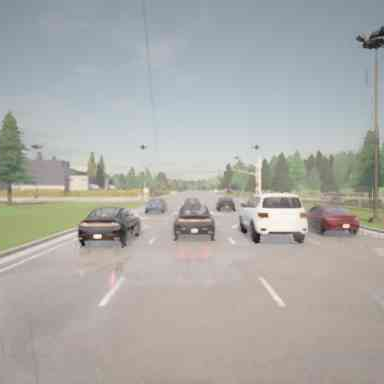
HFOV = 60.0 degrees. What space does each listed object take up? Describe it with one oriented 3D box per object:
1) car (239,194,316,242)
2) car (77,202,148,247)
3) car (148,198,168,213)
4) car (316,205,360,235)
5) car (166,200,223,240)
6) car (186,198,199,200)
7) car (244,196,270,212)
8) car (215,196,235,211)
[{"bbox_3d":[3.598,1.091,15.608,2.150,2.045,5.566,0,0,0],"label":"car"},{"bbox_3d":[-3.402,1.376,14.390,2.128,1.511,4.902,0,0,0],"label":"car"},{"bbox_3d":[-3.472,1.286,32.883,2.033,1.411,5.357,0,0,1],"label":"car"},{"bbox_3d":[7.097,1.385,17.621,1.812,1.442,4.674,0,0,0],"label":"car"},{"bbox_3d":[0.097,1.363,16.056,2.128,1.511,4.902,0,0,0],"label":"car"},{"bbox_3d":[0.029,1.283,33.242,2.033,1.411,5.357,0,0,1],"label":"car"},{"bbox_3d":[7.057,1.217,36.531,1.837,1.490,4.892,0,1,0],"label":"car"},{"bbox_3d":[3.548,1.222,35.862,1.837,1.490,4.892,0,1,0],"label":"car"}]
